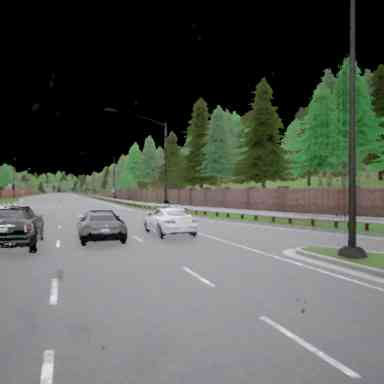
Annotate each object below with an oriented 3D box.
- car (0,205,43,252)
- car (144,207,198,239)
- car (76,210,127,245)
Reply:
[{"bbox_3d":[-7.242,1.316,13.426,2.097,1.767,4.553,0,0,-21],"label":"car"},{"bbox_3d":[-1.190,1.495,17.186,1.812,1.442,4.674,0,0,-21],"label":"car"},{"bbox_3d":[-4.282,1.531,15.478,1.994,1.385,4.181,0,0,-21],"label":"car"}]
